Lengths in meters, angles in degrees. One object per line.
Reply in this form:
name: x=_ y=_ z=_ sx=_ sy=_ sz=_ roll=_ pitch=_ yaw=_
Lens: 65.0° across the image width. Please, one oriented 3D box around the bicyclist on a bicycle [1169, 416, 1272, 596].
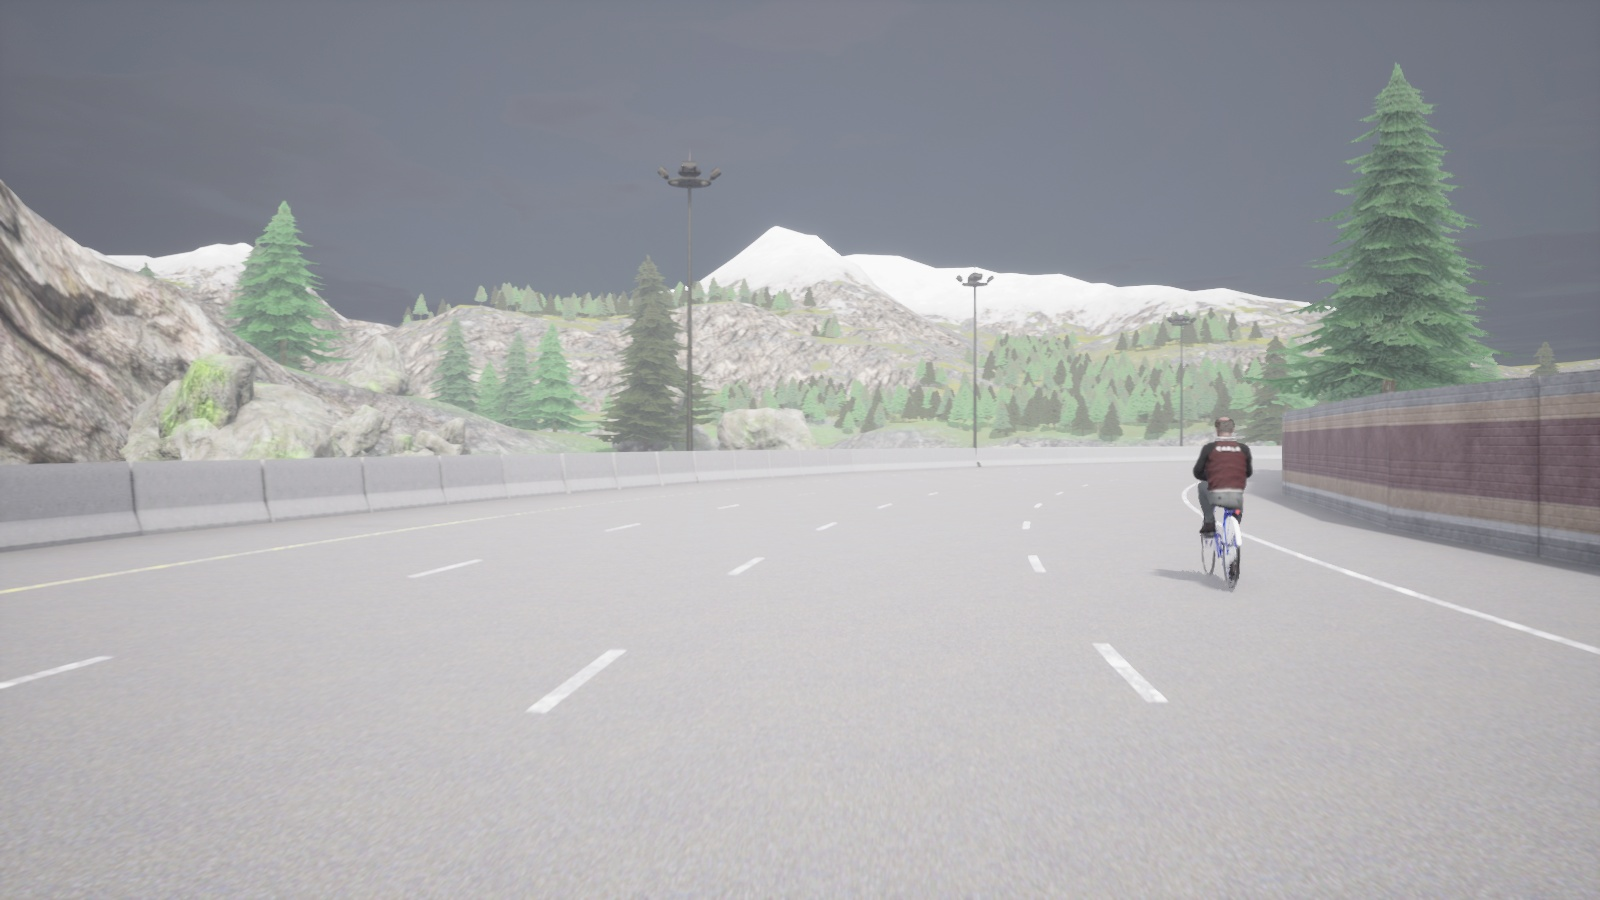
bicyclist on a bicycle: x=4.445 y=0.547 z=13.388 sx=0.659 sy=1.776 sz=1.843 roll=1 pitch=1 yaw=7
